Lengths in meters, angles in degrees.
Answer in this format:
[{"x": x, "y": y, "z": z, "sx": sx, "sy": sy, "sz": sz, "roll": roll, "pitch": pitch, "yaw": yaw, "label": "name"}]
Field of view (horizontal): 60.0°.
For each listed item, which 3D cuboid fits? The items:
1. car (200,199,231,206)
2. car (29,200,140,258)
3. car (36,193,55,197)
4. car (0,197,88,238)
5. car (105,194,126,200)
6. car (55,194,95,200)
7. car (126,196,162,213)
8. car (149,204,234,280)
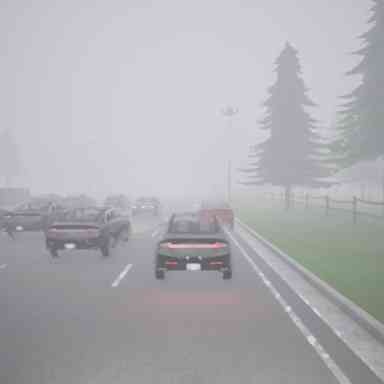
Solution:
[{"x": 1.221, "y": 1.126, "z": 18.726, "sx": 1.882, "sy": 1.535, "sz": 5.008, "roll": 0, "pitch": 1, "yaw": 0, "label": "car"}, {"x": -3.437, "y": 1.270, "z": 11.833, "sx": 2.128, "sy": 1.511, "sz": 4.902, "roll": 0, "pitch": 1, "yaw": 0, "label": "car"}, {"x": -13.917, "y": 0.870, "z": 32.482, "sx": 1.882, "sy": 1.535, "sz": 5.008, "roll": 0, "pitch": 1, "yaw": 0, "label": "car"}, {"x": -6.919, "y": 1.194, "z": 15.813, "sx": 2.128, "sy": 1.511, "sz": 4.902, "roll": 0, "pitch": 1, "yaw": 0, "label": "car"}, {"x": -6.920, "y": 0.921, "z": 31.221, "sx": 1.837, "sy": 1.490, "sz": 4.892, "roll": 0, "pitch": 1, "yaw": 0, "label": "car"}, {"x": -10.421, "y": 0.914, "z": 30.895, "sx": 2.128, "sy": 1.511, "sz": 4.902, "roll": 0, "pitch": 1, "yaw": 0, "label": "car"}, {"x": -3.439, "y": 1.060, "z": 26.036, "sx": 2.033, "sy": 1.411, "sz": 5.357, "roll": 0, "pitch": 1, "yaw": 0, "label": "car"}, {"x": 0.050, "y": 1.314, "z": 9.386, "sx": 2.128, "sy": 1.511, "sz": 4.902, "roll": 0, "pitch": 1, "yaw": 0, "label": "car"}]
